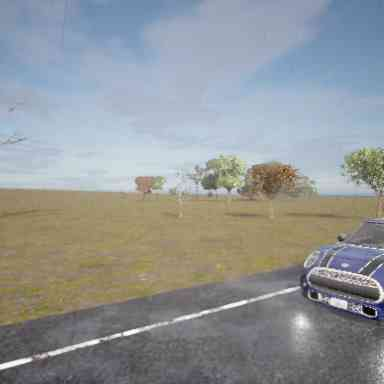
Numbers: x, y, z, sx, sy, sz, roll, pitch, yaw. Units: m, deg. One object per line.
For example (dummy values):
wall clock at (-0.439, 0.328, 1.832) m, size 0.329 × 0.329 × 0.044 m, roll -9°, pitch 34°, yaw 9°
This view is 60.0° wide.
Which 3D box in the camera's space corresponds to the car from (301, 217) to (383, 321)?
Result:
car at (4.397, 1.353, 7.126) m, size 4.553 × 1.767 × 2.097 m, roll 0°, pitch 0°, yaw -35°
